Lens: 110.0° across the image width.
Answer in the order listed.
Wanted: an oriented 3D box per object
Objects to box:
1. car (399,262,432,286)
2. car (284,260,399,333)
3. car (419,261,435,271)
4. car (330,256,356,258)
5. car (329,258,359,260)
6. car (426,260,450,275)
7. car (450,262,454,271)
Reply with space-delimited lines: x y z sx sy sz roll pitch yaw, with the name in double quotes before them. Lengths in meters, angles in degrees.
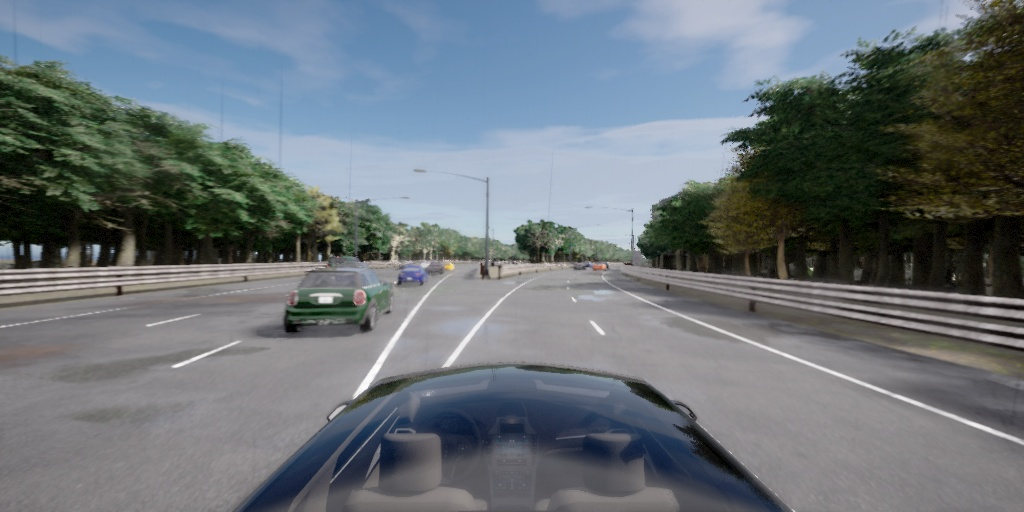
"car" -7.391 1.428 27.085 1.812 1.442 4.674 1 -1 -8
"car" -4.976 1.124 11.006 2.097 1.767 4.553 1 -1 -10
"car" -13.811 1.626 58.624 1.812 1.442 4.674 1 -1 -3
"car" -15.116 1.073 32.942 2.150 2.045 5.566 1 -1 -6
"car" -10.375 1.182 23.807 2.097 1.767 4.553 1 -1 -8
"car" -9.327 1.526 44.375 2.128 1.511 4.902 1 -1 -5
"car" -10.316 1.611 57.173 1.882 1.535 5.008 1 -1 -4
